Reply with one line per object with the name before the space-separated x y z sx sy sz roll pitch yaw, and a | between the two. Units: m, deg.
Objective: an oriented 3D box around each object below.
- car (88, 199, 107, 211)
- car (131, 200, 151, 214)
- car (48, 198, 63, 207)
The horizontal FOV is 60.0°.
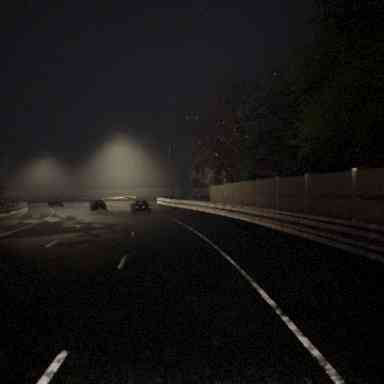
car | -11.976 1.656 42.252 1.812 1.442 4.674 0 0 -22
car | -5.628 1.607 36.486 2.033 1.411 5.357 -1 0 -15
car | -23.120 1.780 56.252 1.812 1.442 4.674 0 0 -32
